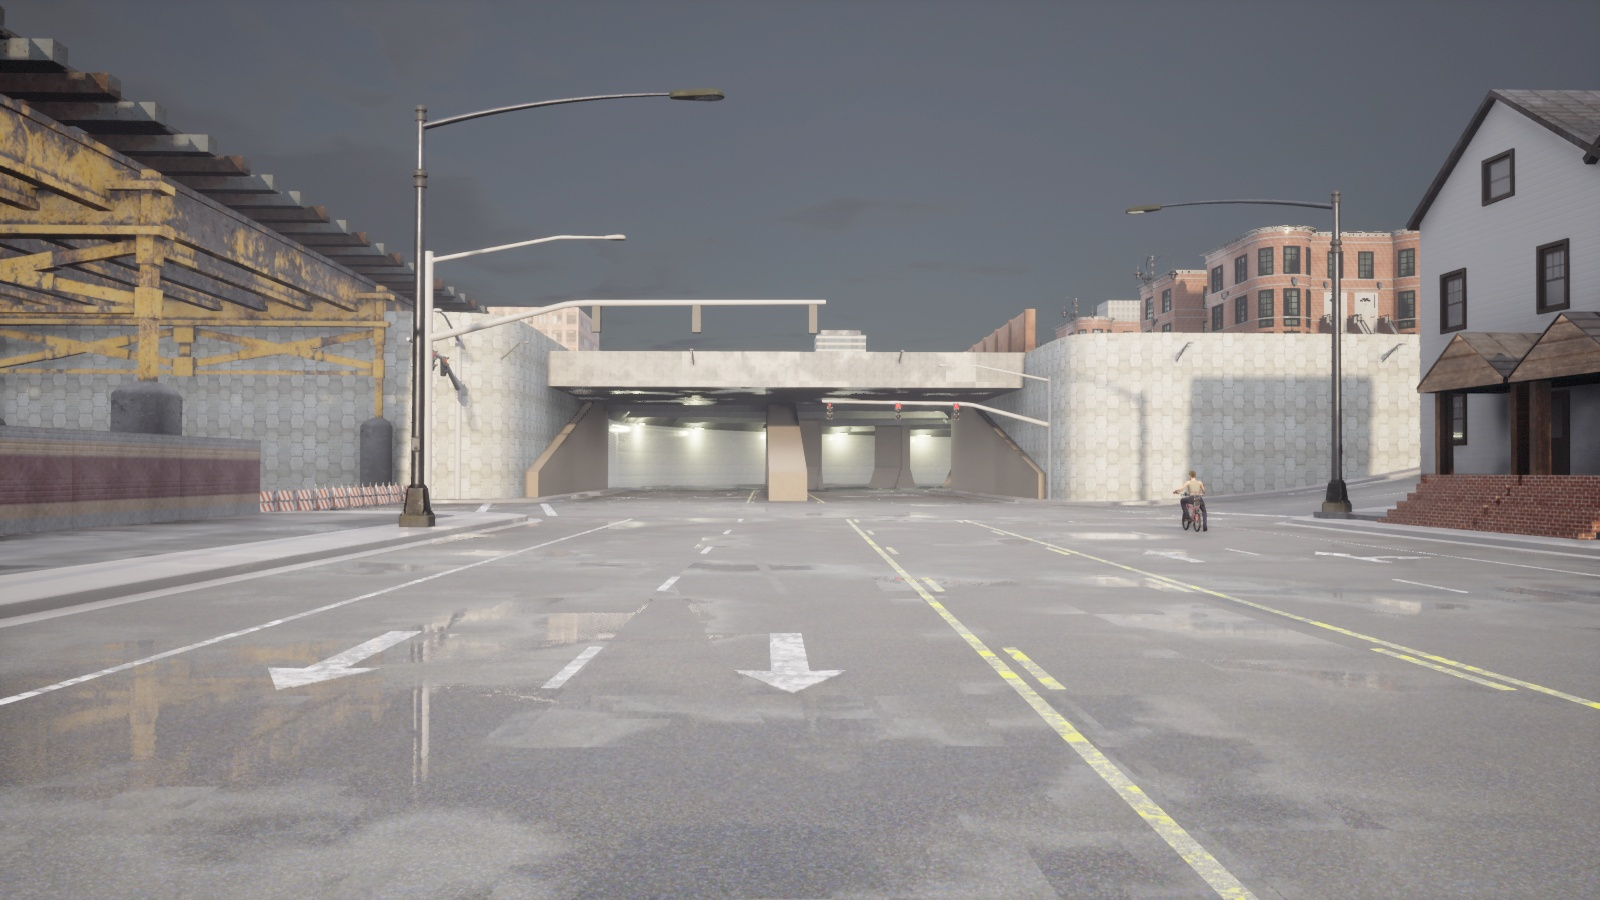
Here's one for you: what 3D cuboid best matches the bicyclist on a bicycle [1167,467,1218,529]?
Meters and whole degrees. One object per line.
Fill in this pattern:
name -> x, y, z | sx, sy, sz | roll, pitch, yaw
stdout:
bicyclist on a bicycle -> 10.414, 1.269, 33.382 | 0.866, 1.612, 1.509 | 0, -1, 0
